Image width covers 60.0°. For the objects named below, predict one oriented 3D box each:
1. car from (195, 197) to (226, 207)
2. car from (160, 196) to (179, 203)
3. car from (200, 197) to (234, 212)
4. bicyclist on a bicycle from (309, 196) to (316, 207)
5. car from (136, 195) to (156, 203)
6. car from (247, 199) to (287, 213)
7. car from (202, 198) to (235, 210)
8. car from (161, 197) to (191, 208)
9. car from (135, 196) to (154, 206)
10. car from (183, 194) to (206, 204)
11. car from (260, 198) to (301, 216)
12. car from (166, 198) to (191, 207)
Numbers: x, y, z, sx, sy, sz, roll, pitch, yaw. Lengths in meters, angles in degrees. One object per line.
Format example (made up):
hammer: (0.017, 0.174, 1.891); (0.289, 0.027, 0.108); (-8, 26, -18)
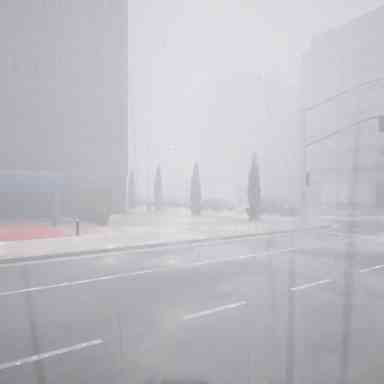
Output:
car: (2.901, 1.547, 52.399); (2.033, 1.411, 5.357); (0, 0, -35)
car: (-4.757, 1.601, 69.527); (1.895, 1.301, 4.718); (0, 0, -35)
car: (3.001, 1.491, 39.637); (2.128, 1.511, 4.902); (0, 0, -35)
bicyclist on a bicycle: (16.941, 1.301, 46.707); (1.656, 1.620, 0.582); (0, 0, -35)
car: (-9.772, 1.520, 70.452); (2.128, 1.511, 4.902); (0, 0, -35)
car: (8.509, 1.564, 37.841); (1.994, 1.385, 4.181); (0, 0, -35)
car: (3.515, 1.526, 45.036); (1.812, 1.442, 4.674); (0, 0, -35)
car: (-2.559, 1.547, 47.646); (2.033, 1.411, 5.357); (0, 0, -35)
car: (-8.100, 1.526, 55.676); (1.812, 1.442, 4.674); (0, 0, -34)
car: (0.365, 1.352, 62.186); (2.097, 1.767, 4.553); (0, 0, -35)
car: (8.192, 1.352, 32.161); (2.097, 1.767, 4.553); (0, 0, -35)
car: (-2.202, 1.601, 53.280); (1.895, 1.301, 4.718); (0, 0, -35)
